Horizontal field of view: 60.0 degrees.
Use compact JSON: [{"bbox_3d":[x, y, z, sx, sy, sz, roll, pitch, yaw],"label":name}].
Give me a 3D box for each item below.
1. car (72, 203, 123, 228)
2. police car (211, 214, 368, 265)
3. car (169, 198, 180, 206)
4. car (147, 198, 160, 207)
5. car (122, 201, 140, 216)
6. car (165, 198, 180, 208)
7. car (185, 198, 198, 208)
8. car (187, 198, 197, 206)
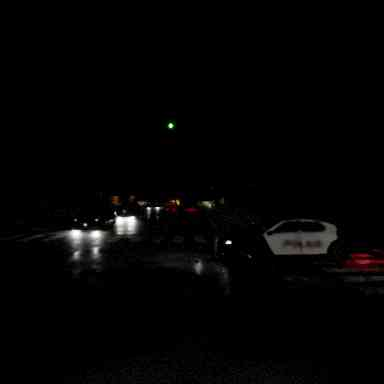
[{"bbox_3d":[-6.602,1.660,23.217,2.033,1.411,5.357,0,0,0],"label":"car"},{"bbox_3d":[3.207,1.576,11.536,4.974,1.542,2.038,-1,0,0],"label":"police car"},{"bbox_3d":[-3.315,1.878,63.876,1.882,1.535,5.008,0,0,0],"label":"car"},{"bbox_3d":[-6.568,1.840,57.836,1.837,1.490,4.892,0,-1,0],"label":"car"},{"bbox_3d":[-6.622,1.672,35.031,2.128,1.511,4.902,0,0,0],"label":"car"},{"bbox_3d":[-3.301,1.922,53.902,1.895,1.301,4.718,0,0,0],"label":"car"},{"bbox_3d":[-0.049,1.842,53.460,1.837,1.490,4.892,0,0,0],"label":"car"},{"bbox_3d":[-0.065,1.897,63.881,1.882,1.535,5.008,0,0,0],"label":"car"}]
